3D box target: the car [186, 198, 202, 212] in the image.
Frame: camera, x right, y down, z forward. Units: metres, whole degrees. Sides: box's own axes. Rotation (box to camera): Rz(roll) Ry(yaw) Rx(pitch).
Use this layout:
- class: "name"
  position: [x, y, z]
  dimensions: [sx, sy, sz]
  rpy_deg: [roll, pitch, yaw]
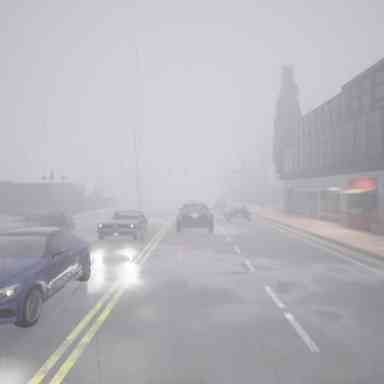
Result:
- class: "car"
  position: [0.214, 1.557, 40.850]
  dimensions: [1.837, 1.490, 4.892]
  rpy_deg: [0, 0, 0]

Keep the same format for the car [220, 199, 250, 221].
- class: "car"
  position: [3.609, 1.563, 27.241]
  dimensions: [1.812, 1.442, 4.674]
  rpy_deg: [0, 0, 1]

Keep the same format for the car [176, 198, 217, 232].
- class: "car"
  position: [0.159, 1.378, 20.326]
  dimensions: [2.097, 1.767, 4.553]
  rpy_deg: [0, 0, 0]

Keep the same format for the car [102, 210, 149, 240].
- class: "car"
  position: [-3.451, 1.621, 17.296]
  dimensions: [1.895, 1.301, 4.718]
  rpy_deg: [0, 0, 0]

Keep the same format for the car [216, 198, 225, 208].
- class: "car"
  position: [3.701, 1.550, 43.214]
  dimensions: [2.128, 1.511, 4.902]
  rpy_deg: [0, 0, 1]

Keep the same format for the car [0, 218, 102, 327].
- class: "car"
  position: [-3.554, 1.532, 7.171]
  dimensions: [1.812, 1.442, 4.674]
  rpy_deg: [0, 0, 0]

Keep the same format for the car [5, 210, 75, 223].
- class: "car"
  position: [-6.965, 1.562, 15.178]
  dimensions: [2.033, 1.411, 5.357]
  rpy_deg: [0, 0, 0]
